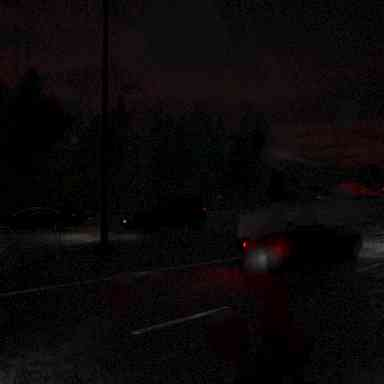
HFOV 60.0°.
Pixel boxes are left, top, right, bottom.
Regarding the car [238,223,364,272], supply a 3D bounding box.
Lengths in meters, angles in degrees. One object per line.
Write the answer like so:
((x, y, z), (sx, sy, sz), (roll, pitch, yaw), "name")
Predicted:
((3.833, 1.681, 11.177), (4.718, 1.301, 1.895), (1, 0, -38), "car")

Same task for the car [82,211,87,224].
((-9.501, 1.643, 23.146), (4.181, 1.385, 1.994), (1, 0, -37), "car")

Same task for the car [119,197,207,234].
((-1.599, 1.329, 20.350), (5.566, 2.045, 2.150), (1, -1, -38), "car")

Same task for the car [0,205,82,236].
((-9.225, 1.549, 18.997), (4.902, 1.511, 2.128), (1, -1, -36), "car")

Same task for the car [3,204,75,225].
((-11.799, 1.681, 25.790), (4.718, 1.301, 1.895), (1, 0, -37), "car")
